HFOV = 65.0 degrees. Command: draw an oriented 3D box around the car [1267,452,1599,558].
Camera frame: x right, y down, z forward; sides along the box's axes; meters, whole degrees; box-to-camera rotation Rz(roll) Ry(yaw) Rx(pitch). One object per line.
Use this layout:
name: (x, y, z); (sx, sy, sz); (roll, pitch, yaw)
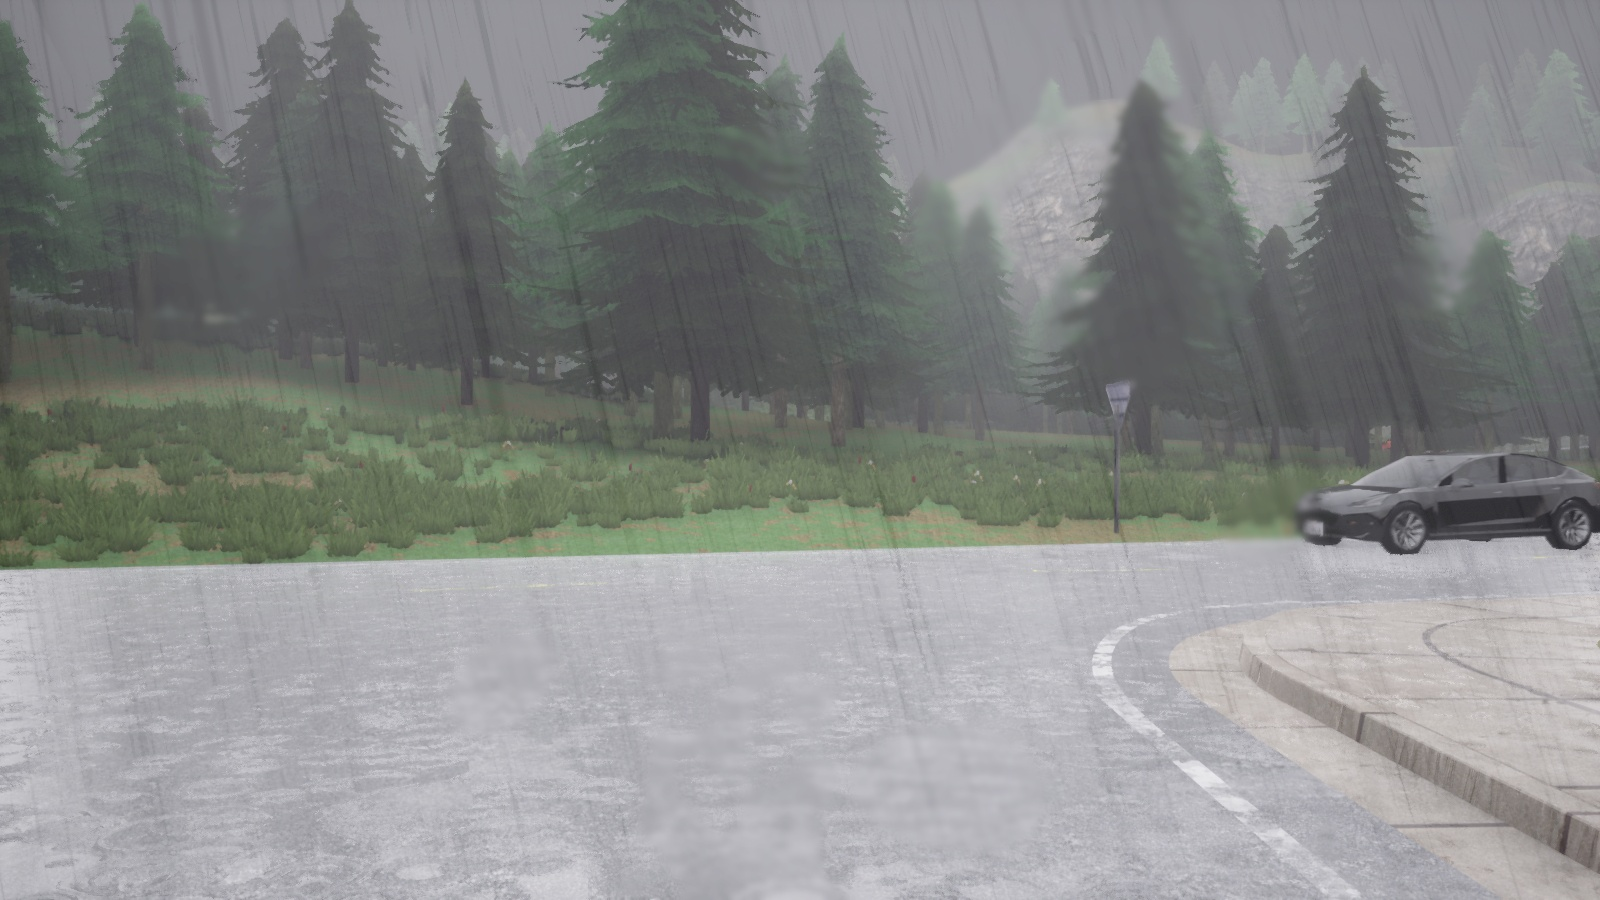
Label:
car: (9.924, 0.774, 19.300); (4.792, 1.488, 2.163); (0, 0, -16)

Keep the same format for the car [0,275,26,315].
car: (-34.336, -6.467, 51.456); (4.181, 1.385, 1.994); (2, -1, -24)
